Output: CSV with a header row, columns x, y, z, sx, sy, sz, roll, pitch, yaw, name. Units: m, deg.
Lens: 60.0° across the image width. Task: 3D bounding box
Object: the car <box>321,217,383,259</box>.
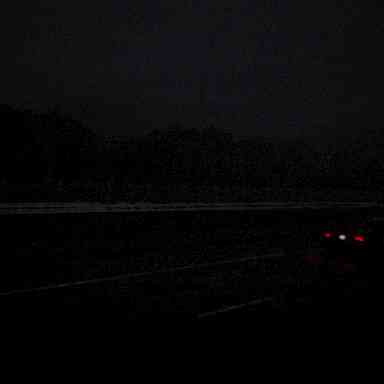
x,y,z,sx,sy,sz,roll,pitch,yaw,name
7.477,1.721,13.417,5.357,1.411,2.033,1,-1,-35,car
